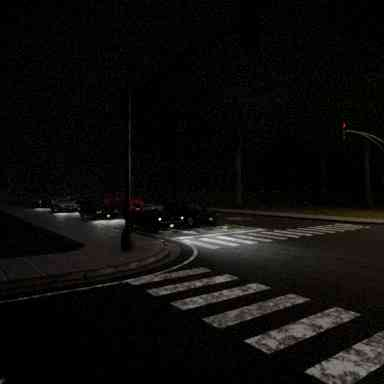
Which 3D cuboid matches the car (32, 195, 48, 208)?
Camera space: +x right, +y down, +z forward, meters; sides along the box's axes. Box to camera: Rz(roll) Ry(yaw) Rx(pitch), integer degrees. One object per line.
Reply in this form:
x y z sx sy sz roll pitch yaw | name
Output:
-19.817 1.203 44.320 2.097 1.767 4.553 0 0 -35 | car

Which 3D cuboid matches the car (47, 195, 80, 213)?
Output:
-13.883 1.402 36.071 1.812 1.442 4.674 0 0 -36 | car

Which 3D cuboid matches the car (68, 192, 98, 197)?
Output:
-12.716 1.085 40.002 2.150 2.045 5.566 0 0 -36 | car

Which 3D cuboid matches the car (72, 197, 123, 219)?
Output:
-8.056 1.454 28.027 2.033 1.411 5.357 0 0 -36 | car

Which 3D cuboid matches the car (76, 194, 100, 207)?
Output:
-15.631 1.187 49.794 2.097 1.767 4.553 0 0 -35 | car

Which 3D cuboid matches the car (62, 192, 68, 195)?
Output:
-21.442 1.039 57.716 2.150 2.045 5.566 0 0 -36 | car

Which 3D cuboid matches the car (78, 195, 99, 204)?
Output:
-18.671 1.304 59.604 2.128 1.511 4.902 0 0 -36 | car

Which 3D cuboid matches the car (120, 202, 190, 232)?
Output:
-2.397 1.542 20.214 1.895 1.301 4.718 0 0 -36 | car

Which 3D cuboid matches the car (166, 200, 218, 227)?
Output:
-0.245 1.410 22.788 1.882 1.535 5.008 0 0 -35 | car

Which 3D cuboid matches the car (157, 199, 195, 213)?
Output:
-1.825 1.479 36.365 1.895 1.301 4.718 0 0 -36 | car

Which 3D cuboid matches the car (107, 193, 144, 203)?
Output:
-6.255 1.119 31.076 2.150 2.045 5.566 0 0 -36 | car
